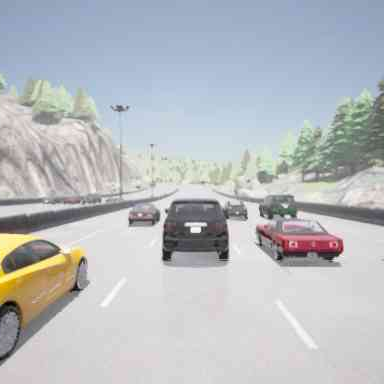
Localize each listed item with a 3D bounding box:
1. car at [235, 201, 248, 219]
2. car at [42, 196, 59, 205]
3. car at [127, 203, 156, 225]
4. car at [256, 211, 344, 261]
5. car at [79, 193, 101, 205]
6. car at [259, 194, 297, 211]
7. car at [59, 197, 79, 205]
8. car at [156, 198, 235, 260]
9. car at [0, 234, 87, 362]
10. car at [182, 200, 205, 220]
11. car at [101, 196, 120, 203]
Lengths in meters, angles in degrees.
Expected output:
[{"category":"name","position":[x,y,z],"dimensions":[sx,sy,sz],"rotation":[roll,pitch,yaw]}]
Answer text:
[{"category":"car","position":[3.631,1.479,28.874],"dimensions":[2.128,1.511,4.902],"rotation":[0,0,0]},{"category":"car","position":[-24.460,1.452,58.335],"dimensions":[2.128,1.511,4.902],"rotation":[0,0,1]},{"category":"car","position":[-3.375,1.534,24.111],"dimensions":[2.033,1.411,5.357],"rotation":[0,0,0]},{"category":"car","position":[3.612,1.597,12.162],"dimensions":[1.895,1.301,4.718],"rotation":[0,0,0]},{"category":"car","position":[-17.465,1.184,58.496],"dimensions":[2.150,2.045,5.566],"rotation":[0,0,1]},{"category":"car","position":[7.131,1.211,28.011],"dimensions":[2.150,2.045,5.566],"rotation":[0,0,0]},{"category":"car","position":[-20.957,1.561,58.342],"dimensions":[1.895,1.301,4.718],"rotation":[0,0,1]},{"category":"car","position":[0.113,1.215,12.514],"dimensions":[2.150,2.045,5.566],"rotation":[0,0,0]},{"category":"car","position":[-3.401,1.473,5.887],"dimensions":[1.882,1.535,5.008],"rotation":[0,0,0]},{"category":"car","position":[0.131,1.491,29.002],"dimensions":[1.837,1.490,4.892],"rotation":[0,0,0]},{"category":"car","position":[-13.973,1.528,58.219],"dimensions":[1.994,1.385,4.181],"rotation":[0,0,1]}]
